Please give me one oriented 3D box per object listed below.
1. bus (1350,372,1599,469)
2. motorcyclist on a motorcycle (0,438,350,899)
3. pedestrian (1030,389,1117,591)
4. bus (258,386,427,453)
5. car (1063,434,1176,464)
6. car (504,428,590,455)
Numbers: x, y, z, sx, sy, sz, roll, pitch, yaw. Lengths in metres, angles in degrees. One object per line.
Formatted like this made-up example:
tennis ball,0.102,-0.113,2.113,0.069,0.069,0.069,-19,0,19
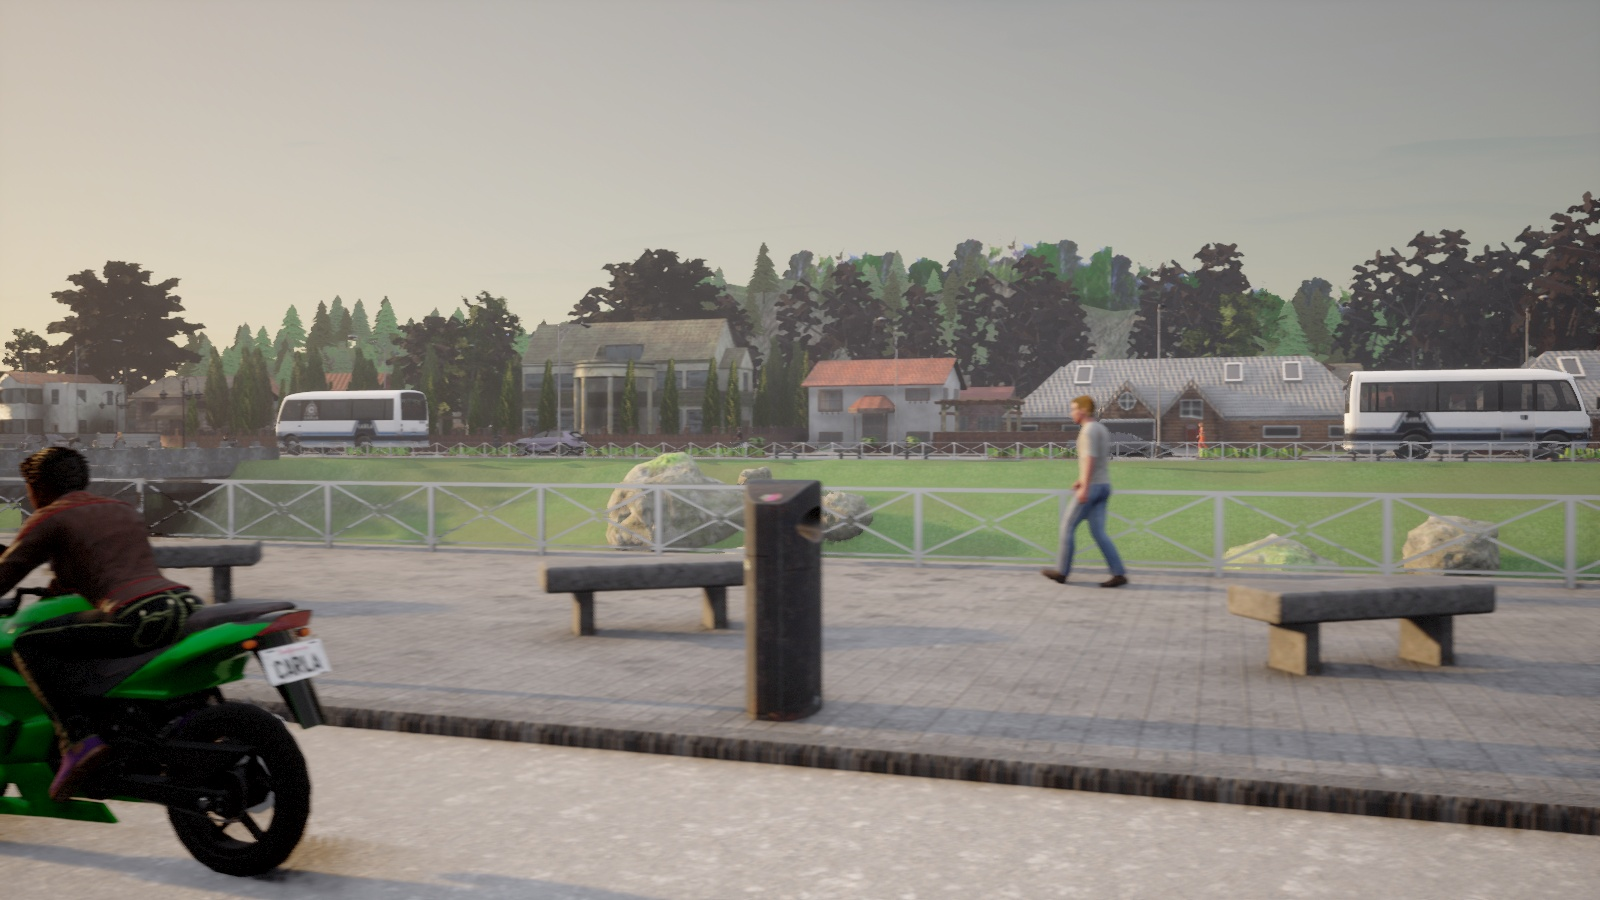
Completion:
bus,31.280,-1.365,58.223,10.273,4.253,3.944,1,1,19
motorcyclist on a motorcycle,-2.786,0.724,4.656,2.044,1.523,0.797,1,1,19
pedestrian,2.555,0.358,11.735,0.706,1.836,0.354,1,1,30
bus,-30.272,-1.996,83.167,10.273,4.253,3.944,1,1,19
car,16.118,-0.080,63.349,5.357,1.411,2.033,1,1,19
car,-15.757,-0.556,78.299,4.856,1.649,2.033,1,1,19
